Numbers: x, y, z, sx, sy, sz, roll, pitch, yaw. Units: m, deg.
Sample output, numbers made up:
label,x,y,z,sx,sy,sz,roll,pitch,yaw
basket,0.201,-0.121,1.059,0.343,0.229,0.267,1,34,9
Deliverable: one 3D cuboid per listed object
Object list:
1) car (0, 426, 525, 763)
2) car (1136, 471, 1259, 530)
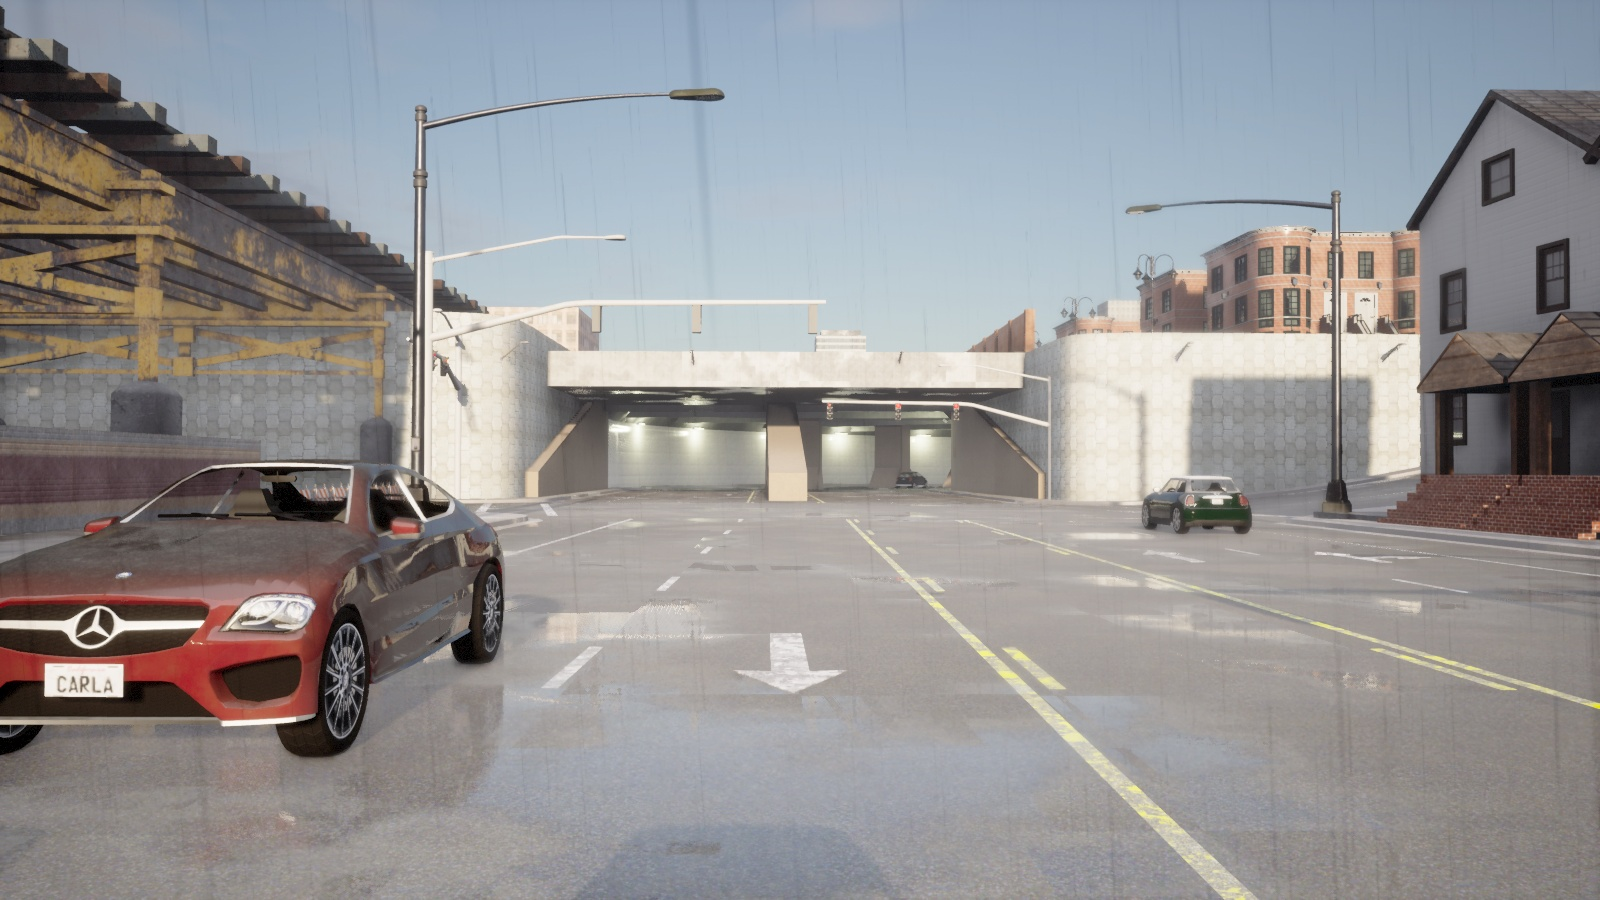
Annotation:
label,x,y,z,sx,sy,sz,roll,pitch,yaw
car,-3.521,0.753,8.692,2.152,1.651,5.027,0,-1,0
car,10.448,1.296,33.317,1.970,1.475,3.806,0,-1,-1
